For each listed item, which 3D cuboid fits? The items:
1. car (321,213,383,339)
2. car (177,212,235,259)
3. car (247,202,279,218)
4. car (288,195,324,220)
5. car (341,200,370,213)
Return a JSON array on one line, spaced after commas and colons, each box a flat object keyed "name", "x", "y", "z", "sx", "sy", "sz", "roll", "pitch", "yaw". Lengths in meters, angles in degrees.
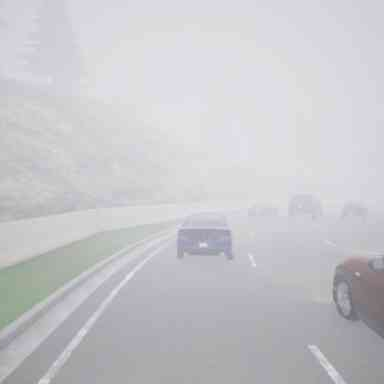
[{"name": "car", "x": 3.666, "y": 1.354, "z": 4.441, "sx": 2.097, "sy": 1.767, "sz": 4.553, "roll": 0, "pitch": 0, "yaw": 1}, {"name": "car", "x": 0.616, "y": 1.485, "z": 12.751, "sx": 1.882, "sy": 1.535, "sz": 5.008, "roll": 0, "pitch": 0, "yaw": 6}, {"name": "car", "x": 6.545, "y": 1.582, "z": 30.325, "sx": 1.994, "sy": 1.385, "sz": 4.181, "roll": 0, "pitch": 0, "yaw": 29}, {"name": "car", "x": 9.964, "y": 1.239, "z": 28.981, "sx": 2.150, "sy": 2.045, "sz": 5.566, "roll": 0, "pitch": 0, "yaw": 30}, {"name": "car", "x": 14.491, "y": 1.523, "z": 29.499, "sx": 1.837, "sy": 1.490, "sz": 4.892, "roll": -1, "pitch": 0, "yaw": 33}]
